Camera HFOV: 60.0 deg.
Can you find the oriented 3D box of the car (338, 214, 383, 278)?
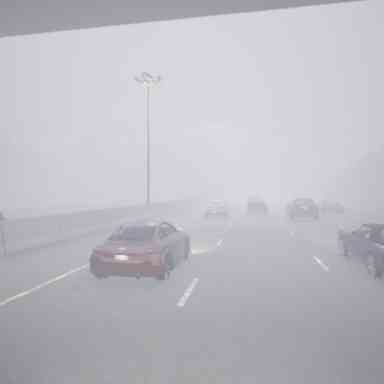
[{"bbox_3d":[5.795,1.582,9.825,1.895,1.301,4.718,0,0,10],"label":"car"}]

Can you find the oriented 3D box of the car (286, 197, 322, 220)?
[{"bbox_3d":[8.937,1.281,27.312,2.097,1.767,4.553,0,0,10],"label":"car"}]

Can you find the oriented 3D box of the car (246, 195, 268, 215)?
[{"bbox_3d":[6.250,1.382,32.146,1.882,1.535,5.008,0,0,10],"label":"car"}]

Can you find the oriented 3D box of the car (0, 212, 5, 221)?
[{"bbox_3d":[-11.154,1.392,15.587,1.882,1.535,5.008,0,0,10],"label":"car"}]

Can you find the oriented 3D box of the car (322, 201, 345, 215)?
[{"bbox_3d":[13.465,1.523,32.723,1.895,1.301,4.718,0,0,10],"label":"car"}]

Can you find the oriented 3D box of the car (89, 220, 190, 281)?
[{"bbox_3d":[-1.308,1.525,9.878,1.994,1.385,4.181,0,0,10],"label":"car"}]

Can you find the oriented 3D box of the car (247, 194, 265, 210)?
[{"bbox_3d":[8.123,1.225,42.566,2.097,1.767,4.553,0,0,10],"label":"car"}]

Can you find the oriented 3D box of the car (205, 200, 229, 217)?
[{"bbox_3d":[2.268,1.428,29.790,1.812,1.442,4.674,0,0,10],"label":"car"}]
